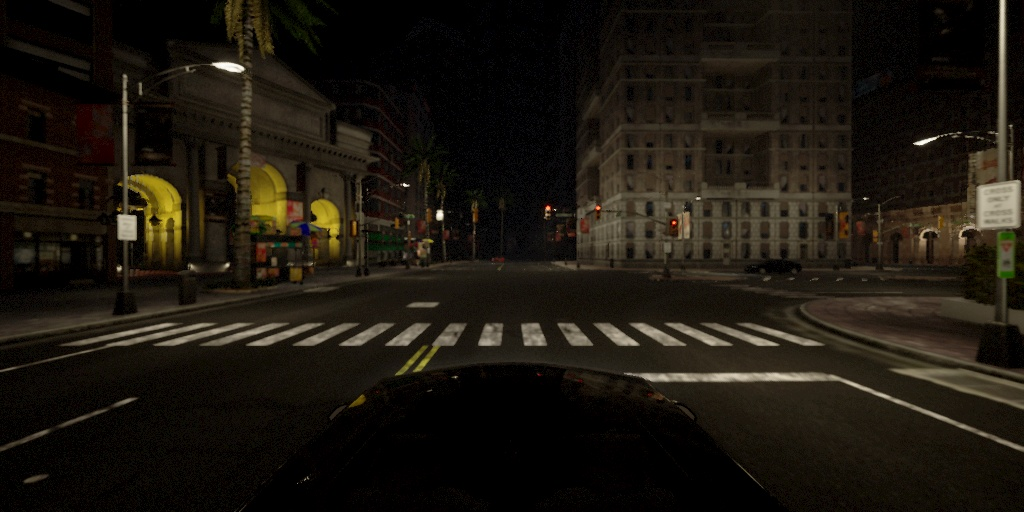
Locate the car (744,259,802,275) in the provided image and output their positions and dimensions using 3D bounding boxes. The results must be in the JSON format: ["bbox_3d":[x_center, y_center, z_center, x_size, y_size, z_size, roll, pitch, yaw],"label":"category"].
[{"bbox_3d":[25.775,1.027,35.522,5.008,1.535,1.882,0,0,0],"label":"car"}]
